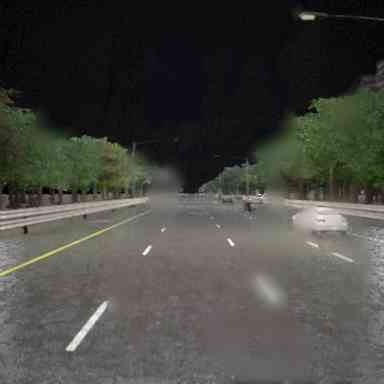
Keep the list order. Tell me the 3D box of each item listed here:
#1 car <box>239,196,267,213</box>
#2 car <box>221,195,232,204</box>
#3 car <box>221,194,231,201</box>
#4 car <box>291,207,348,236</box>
[{"bbox_3d":[7.031,1.577,37.730,2.128,1.511,4.902,0,0,0],"label":"car"},{"bbox_3d":[7.059,1.659,67.850,1.837,1.490,4.892,0,0,0],"label":"car"},{"bbox_3d":[9.728,1.563,94.598,2.097,1.767,4.553,0,0,15],"label":"car"},{"bbox_3d":[7.012,1.577,18.647,1.812,1.442,4.674,0,0,0],"label":"car"}]
